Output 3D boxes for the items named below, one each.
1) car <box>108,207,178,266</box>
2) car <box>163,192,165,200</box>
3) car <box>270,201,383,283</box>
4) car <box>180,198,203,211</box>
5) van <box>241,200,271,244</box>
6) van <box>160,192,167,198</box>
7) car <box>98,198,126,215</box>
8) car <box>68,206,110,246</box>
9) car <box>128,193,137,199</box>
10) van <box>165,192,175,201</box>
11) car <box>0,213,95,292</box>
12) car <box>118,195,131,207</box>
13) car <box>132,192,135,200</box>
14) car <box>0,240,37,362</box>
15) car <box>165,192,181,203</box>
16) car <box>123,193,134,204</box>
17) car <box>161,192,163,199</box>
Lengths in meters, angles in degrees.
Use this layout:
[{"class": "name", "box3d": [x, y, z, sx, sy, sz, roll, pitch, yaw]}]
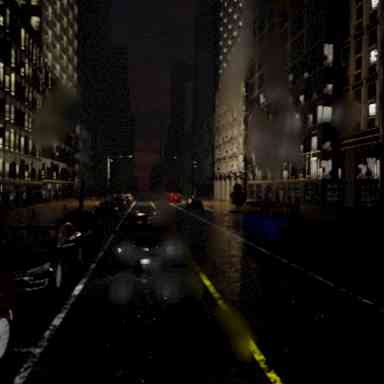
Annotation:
[{"class": "car", "box3d": [-1.657, 1.478, 11.637, 2.033, 1.411, 5.357, 1, 0, -9]}, {"class": "car", "box3d": [-3.952, 0.981, 65.924, 2.192, 1.841, 5.009, 0, 0, -8]}, {"class": "car", "box3d": [4.380, 1.322, 9.702, 2.192, 1.841, 5.009, 0, 0, -8]}, {"class": "car", "box3d": [0.214, 1.388, 37.814, 2.008, 1.369, 4.403, 0, 0, -8]}, {"class": "van", "box3d": [3.547, 1.314, 15.325, 1.690, 1.788, 3.998, 0, 0, -8]}, {"class": "van", "box3d": [-8.118, 0.833, 94.034, 1.690, 1.788, 3.998, 0, 0, -8]}, {"class": "car", "box3d": [-6.410, 1.367, 25.341, 2.008, 1.369, 4.403, 0, 0, -8]}, {"class": "car", "box3d": [-4.743, 1.466, 14.097, 1.802, 1.307, 4.206, 0, 0, -8]}, {"class": "car", "box3d": [-15.574, 0.989, 87.185, 2.008, 1.369, 4.403, 0, 0, -8]}, {"class": "van", "box3d": [-4.785, 0.973, 71.546, 1.690, 1.788, 3.998, 0, 0, -8]}, {"class": "car", "box3d": [-3.911, 1.469, 8.475, 2.008, 1.369, 4.403, 0, 0, -8]}, {"class": "car", "box3d": [-8.076, 1.299, 36.585, 2.008, 1.369, 4.403, 0, 0, -8]}, {"class": "car", "box3d": [-10.575, 1.086, 53.451, 1.967, 1.590, 4.097, 0, 0, -8]}, {"class": "car", "box3d": [-3.077, 1.497, 2.853, 1.887, 1.381, 4.507, 0, 0, -8]}, {"class": "car", "box3d": [-3.119, 1.016, 60.302, 2.192, 1.841, 5.009, 0, 0, -8]}, {"class": "car", "box3d": [-9.742, 1.262, 47.830, 1.802, 1.307, 4.206, 0, 0, -8]}, {"class": "car", "box3d": [-5.618, 1.037, 77.169, 1.967, 1.590, 4.097, 0, 0, -8]}]
